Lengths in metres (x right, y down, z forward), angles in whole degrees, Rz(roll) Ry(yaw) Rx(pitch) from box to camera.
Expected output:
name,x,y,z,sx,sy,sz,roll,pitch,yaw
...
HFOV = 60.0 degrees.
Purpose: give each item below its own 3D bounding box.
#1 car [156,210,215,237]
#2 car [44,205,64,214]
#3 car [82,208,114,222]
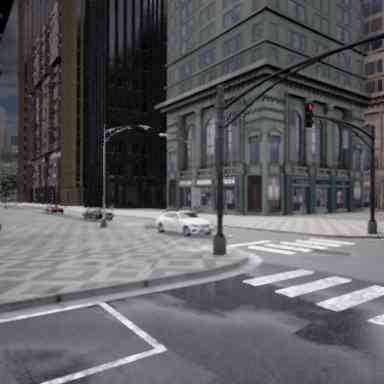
name,x,y,z,sx,sy,sz,roll,pitch,yaw
car,-0.561,1.909,21.050,1.812,1.442,4.674,0,-1,-37
car,-20.367,2.637,49.180,1.895,1.301,4.718,0,-1,-35
car,-9.561,2.255,33.754,1.895,1.301,4.718,0,-1,-35
